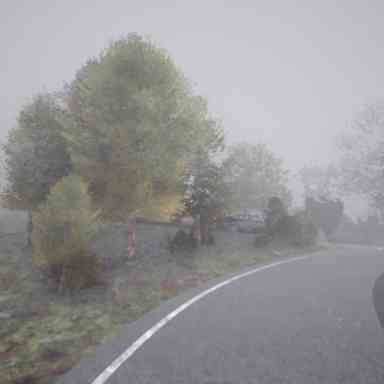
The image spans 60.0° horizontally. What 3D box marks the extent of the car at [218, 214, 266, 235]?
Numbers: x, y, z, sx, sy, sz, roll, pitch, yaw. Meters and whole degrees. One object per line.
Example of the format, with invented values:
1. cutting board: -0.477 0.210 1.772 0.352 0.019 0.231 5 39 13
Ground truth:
1. car: 4.129 2.271 22.461 4.902 1.511 2.128 5 -6 2
